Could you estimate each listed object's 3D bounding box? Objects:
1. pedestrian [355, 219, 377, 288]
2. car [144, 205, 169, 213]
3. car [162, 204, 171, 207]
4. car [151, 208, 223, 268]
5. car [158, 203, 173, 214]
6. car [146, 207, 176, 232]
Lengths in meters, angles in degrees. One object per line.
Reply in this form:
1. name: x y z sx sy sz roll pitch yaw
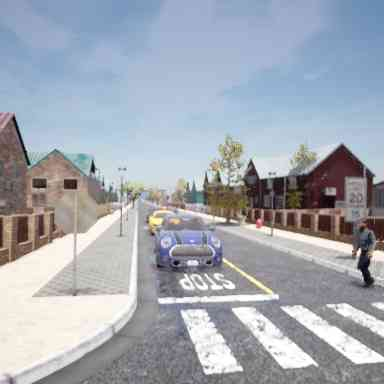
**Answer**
1. pedestrian: 4.493 1.544 8.638 0.375 1.860 0.375 -1 0 -9
2. car: -3.716 2.344 33.714 1.837 1.490 4.892 1 -2 -9
3. car: -2.961 2.782 47.336 2.033 1.411 5.357 1 -2 -9
4. car: -0.289 1.638 12.385 2.097 1.767 4.553 1 -2 -8
5. car: -4.607 2.852 57.485 2.097 1.767 4.553 1 -2 -9
6. car: -1.884 2.022 22.378 1.882 1.535 5.008 1 -2 -9
